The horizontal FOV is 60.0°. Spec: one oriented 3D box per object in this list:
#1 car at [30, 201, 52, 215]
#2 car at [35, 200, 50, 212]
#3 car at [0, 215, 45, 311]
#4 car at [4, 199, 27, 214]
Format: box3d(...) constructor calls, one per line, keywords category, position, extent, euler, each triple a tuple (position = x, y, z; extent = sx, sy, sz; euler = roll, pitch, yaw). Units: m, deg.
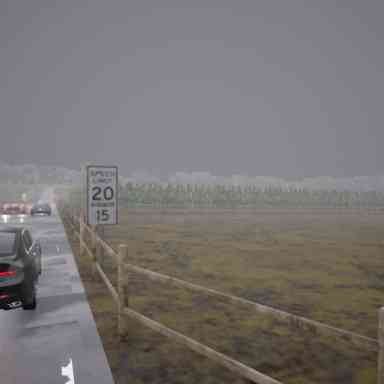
box3d(category="car", position=(-16.401, 1.794, 36.170), extent=(1.994, 1.385, 4.181), euler=(0, -1, -22))
box3d(category="car", position=(-20.273, 1.893, 45.264), extent=(1.812, 1.442, 4.674), euler=(0, -1, -23))
box3d(category="car", position=(-4.407, 1.517, 7.396), extent=(1.837, 1.490, 4.892), euler=(0, 0, -23))
box3d(category="car", position=(-20.566, 1.642, 38.844), extent=(2.097, 1.767, 4.553), euler=(0, -1, -23))
